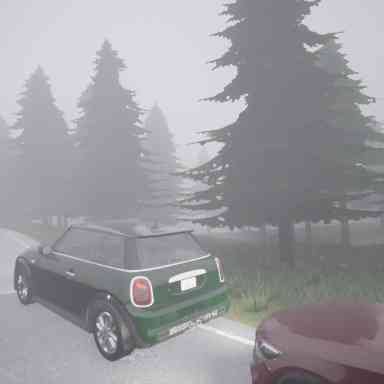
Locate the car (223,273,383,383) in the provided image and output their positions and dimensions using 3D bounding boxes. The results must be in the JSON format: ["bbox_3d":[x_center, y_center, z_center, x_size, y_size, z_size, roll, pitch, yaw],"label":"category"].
[{"bbox_3d":[2.748,1.531,2.595,4.674,1.442,1.812,1,0,36],"label":"car"}]

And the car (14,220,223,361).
[{"bbox_3d":[-1.577,1.308,6.221,4.553,1.767,2.097,1,1,44],"label":"car"}]
